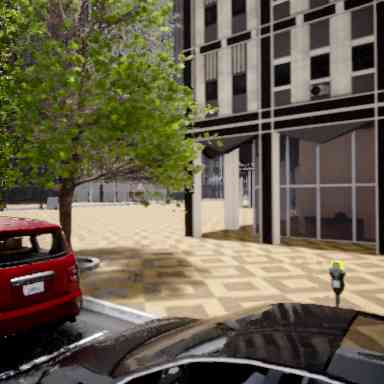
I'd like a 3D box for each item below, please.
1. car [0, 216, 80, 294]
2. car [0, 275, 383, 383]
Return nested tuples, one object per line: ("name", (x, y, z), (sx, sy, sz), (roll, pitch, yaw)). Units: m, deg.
("car", (-4.003, 1.351, 5.721), (5.009, 1.841, 2.192), (0, 0, 35))
("car", (0.640, 1.570, 2.419), (4.313, 1.339, 1.947), (0, 0, 35))
